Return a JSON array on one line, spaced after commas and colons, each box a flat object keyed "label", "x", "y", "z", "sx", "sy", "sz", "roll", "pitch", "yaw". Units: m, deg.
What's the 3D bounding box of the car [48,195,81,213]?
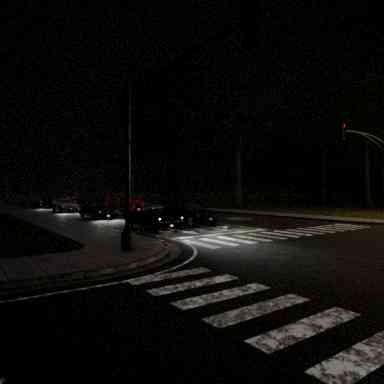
[{"label": "car", "x": -13.677, "y": 1.403, "z": 35.787, "sx": 1.812, "sy": 1.442, "sz": 4.674, "roll": 0, "pitch": 0, "yaw": -36}]

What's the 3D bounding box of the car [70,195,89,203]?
[{"label": "car", "x": -21.607, "y": 1.295, "z": 63.660, "sx": 2.128, "sy": 1.511, "sz": 4.902, "roll": 0, "pitch": 0, "yaw": -36}]

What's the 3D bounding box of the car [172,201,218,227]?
[{"label": "car", "x": -0.245, "y": 1.410, "z": 22.788, "sx": 1.882, "sy": 1.535, "sz": 5.008, "roll": 0, "pitch": 0, "yaw": -35}]

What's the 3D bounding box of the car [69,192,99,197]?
[{"label": "car", "x": -12.492, "y": 1.086, "z": 39.688, "sx": 2.150, "sy": 2.045, "sz": 5.566, "roll": 0, "pitch": 0, "yaw": -36}]

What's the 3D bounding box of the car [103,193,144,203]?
[{"label": "car", "x": -6.206, "y": 1.118, "z": 31.010, "sx": 2.150, "sy": 2.045, "sz": 5.566, "roll": 0, "pitch": 0, "yaw": -36}]

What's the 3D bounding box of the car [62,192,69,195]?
[{"label": "car", "x": -21.442, "y": 1.039, "z": 57.716, "sx": 2.150, "sy": 2.045, "sz": 5.566, "roll": 0, "pitch": 0, "yaw": -36}]

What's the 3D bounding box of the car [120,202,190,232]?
[{"label": "car", "x": -2.397, "y": 1.542, "z": 20.214, "sx": 1.895, "sy": 1.301, "sz": 4.718, "roll": 0, "pitch": 0, "yaw": -36}]

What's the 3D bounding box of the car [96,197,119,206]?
[{"label": "car", "x": -13.328, "y": 1.428, "z": 52.242, "sx": 1.895, "sy": 1.301, "sz": 4.718, "roll": 0, "pitch": 0, "yaw": -36}]

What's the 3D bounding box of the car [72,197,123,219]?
[{"label": "car", "x": -8.056, "y": 1.454, "z": 28.027, "sx": 2.033, "sy": 1.411, "sz": 5.357, "roll": 0, "pitch": 0, "yaw": -36}]

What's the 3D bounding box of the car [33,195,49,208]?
[{"label": "car", "x": -19.635, "y": 1.203, "z": 44.067, "sx": 2.097, "sy": 1.767, "sz": 4.553, "roll": 0, "pitch": 0, "yaw": -35}]

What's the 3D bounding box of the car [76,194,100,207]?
[{"label": "car", "x": -15.631, "y": 1.187, "z": 49.794, "sx": 2.097, "sy": 1.767, "sz": 4.553, "roll": 0, "pitch": 0, "yaw": -35}]
